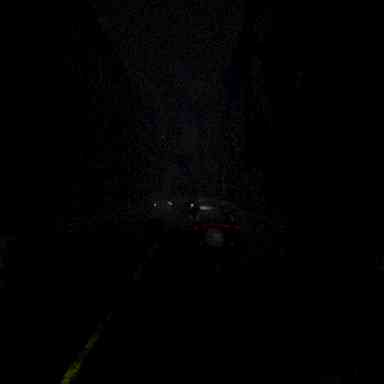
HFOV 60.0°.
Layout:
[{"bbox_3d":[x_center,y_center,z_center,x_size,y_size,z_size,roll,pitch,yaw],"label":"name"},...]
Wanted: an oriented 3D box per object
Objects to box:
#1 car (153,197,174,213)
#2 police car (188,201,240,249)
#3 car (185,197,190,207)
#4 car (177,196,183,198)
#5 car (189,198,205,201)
[{"bbox_3d":[-3.099,1.314,37.077,2.097,1.767,4.553,0,0,0],"label":"car"},{"bbox_3d":[0.897,1.411,14.637,1.930,1.638,5.238,0,0,0],"label":"police car"},{"bbox_3d":[-0.007,1.511,51.049,1.994,1.385,4.181,0,0,0],"label":"car"},{"bbox_3d":[-3.014,1.189,78.512,2.033,1.411,5.357,0,0,0],"label":"car"},{"bbox_3d":[0.896,1.453,24.526,1.882,1.535,5.008,0,0,0],"label":"car"}]
